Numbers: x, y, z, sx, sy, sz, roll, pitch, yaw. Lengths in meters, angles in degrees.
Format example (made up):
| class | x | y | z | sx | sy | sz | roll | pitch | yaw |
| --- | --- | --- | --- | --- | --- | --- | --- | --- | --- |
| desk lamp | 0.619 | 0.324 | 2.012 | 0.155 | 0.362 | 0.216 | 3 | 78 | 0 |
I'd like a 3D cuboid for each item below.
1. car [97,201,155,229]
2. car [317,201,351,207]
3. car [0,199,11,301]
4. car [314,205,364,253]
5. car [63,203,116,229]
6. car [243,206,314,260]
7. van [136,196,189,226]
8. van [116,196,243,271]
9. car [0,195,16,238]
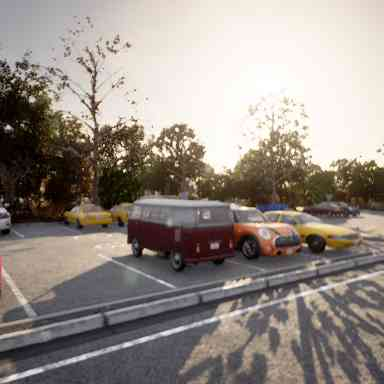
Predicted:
| class | x | y | z | sx | sy | sz | roll | pitch | yaw |
| --- | --- | --- | --- | --- | --- | --- | --- | --- | --- |
| car | -4.753 | 1.486 | 23.196 | 1.946 | 1.575 | 5.366 | 1 | 0 | -36 |
| car | 14.513 | 1.963 | 36.799 | 2.002 | 1.452 | 4.674 | 2 | -1 | -36 |
| car | -5.605 | 1.200 | 7.264 | 2.435 | 2.045 | 5.566 | 0 | 0 | -36 |
| car | 4.373 | 1.504 | 14.193 | 1.946 | 1.575 | 5.366 | 1 | 0 | -36 |
| car | -6.913 | 1.467 | 21.641 | 1.946 | 1.575 | 5.366 | 0 | 0 | -36 |
| car | 1.879 | 1.355 | 12.664 | 2.185 | 1.767 | 4.553 | 1 | 0 | -36 |
| van | -2.307 | 1.289 | 24.584 | 1.878 | 1.987 | 4.442 | 1 | 0 | -36 |
| van | -0.635 | 1.239 | 10.959 | 1.878 | 1.987 | 4.442 | 0 | 0 | -36 |
| car | -11.427 | 1.200 | 18.128 | 2.435 | 2.045 | 5.566 | 0 | 0 | -36 |
